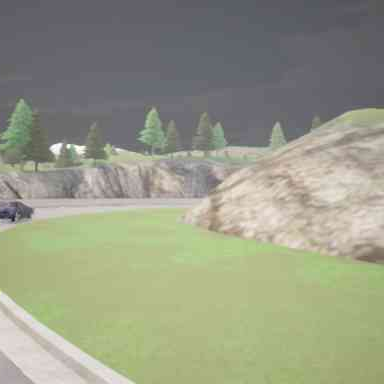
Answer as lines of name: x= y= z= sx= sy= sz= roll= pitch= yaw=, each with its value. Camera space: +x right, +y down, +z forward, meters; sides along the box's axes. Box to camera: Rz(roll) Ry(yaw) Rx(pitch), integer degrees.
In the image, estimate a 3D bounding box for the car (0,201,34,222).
car: x=-15.076 y=1.517 z=27.953 sx=2.097 sy=1.767 sz=4.553 roll=0 pitch=0 yaw=-5
